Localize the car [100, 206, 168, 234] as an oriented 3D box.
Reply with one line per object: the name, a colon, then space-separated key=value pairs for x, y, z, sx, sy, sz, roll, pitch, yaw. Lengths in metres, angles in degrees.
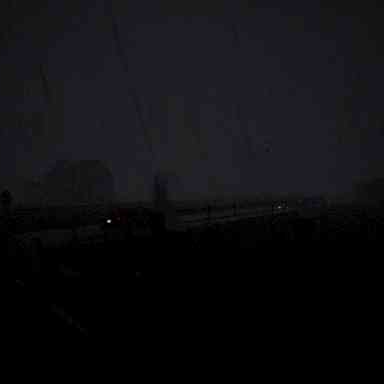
car: x=-3.242 y=1.513 z=19.205 sx=1.994 sy=1.385 sz=4.181 roll=-1 pitch=0 yaw=35

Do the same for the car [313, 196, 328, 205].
car: x=20.091 y=1.288 z=52.958 sx=1.812 sy=1.442 sz=4.674 roll=-1 pitch=0 yaw=35

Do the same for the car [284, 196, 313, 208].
car: x=14.277 y=1.339 z=44.458 sx=1.812 sy=1.442 sz=4.674 roll=-1 pitch=0 yaw=35

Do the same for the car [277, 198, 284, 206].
car: x=14.513 y=1.367 z=49.724 sx=2.033 sy=1.411 sz=5.357 roll=-1 pitch=0 yaw=35
